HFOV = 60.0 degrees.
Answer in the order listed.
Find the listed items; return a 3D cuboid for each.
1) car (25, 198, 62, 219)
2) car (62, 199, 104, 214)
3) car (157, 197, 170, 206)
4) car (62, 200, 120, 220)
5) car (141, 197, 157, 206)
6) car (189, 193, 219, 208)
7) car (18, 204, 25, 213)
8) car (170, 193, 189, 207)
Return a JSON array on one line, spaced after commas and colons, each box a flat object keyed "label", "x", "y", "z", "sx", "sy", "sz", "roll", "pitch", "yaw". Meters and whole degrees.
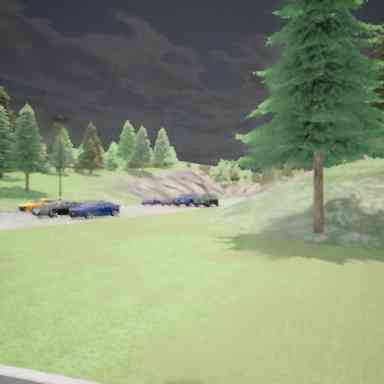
[{"label": "car", "x": -11.641, "y": 1.469, "z": 29.394, "sx": 2.128, "sy": 1.511, "sz": 4.902, "roll": 0, "pitch": 0, "yaw": 27}, {"label": "car", "x": -11.913, "y": 1.542, "z": 36.655, "sx": 1.994, "sy": 1.385, "sz": 4.181, "roll": 0, "pitch": 0, "yaw": 27}, {"label": "car", "x": -3.235, "y": 1.557, "z": 53.757, "sx": 1.837, "sy": 1.490, "sz": 4.892, "roll": 0, "pitch": 0, "yaw": 27}, {"label": "car", "x": -8.234, "y": 1.463, "z": 28.379, "sx": 1.882, "sy": 1.535, "sz": 5.008, "roll": 0, "pitch": 0, "yaw": 27}, {"label": "car", "x": -6.510, "y": 1.522, "z": 55.043, "sx": 1.812, "sy": 1.442, "sz": 4.674, "roll": 0, "pitch": 0, "yaw": 27}, {"label": "car", "x": 2.200, "y": 1.240, "z": 49.025, "sx": 2.150, "sy": 2.045, "sz": 5.566, "roll": 0, "pitch": 0, "yaw": 27}, {"label": "car", "x": -16.180, "y": 1.445, "z": 35.957, "sx": 1.882, "sy": 1.535, "sz": 5.008, "roll": 0, "pitch": 0, "yaw": 27}, {"label": "car", "x": -0.647, "y": 1.234, "z": 51.138, "sx": 2.150, "sy": 2.045, "sz": 5.566, "roll": 0, "pitch": 0, "yaw": 27}]
